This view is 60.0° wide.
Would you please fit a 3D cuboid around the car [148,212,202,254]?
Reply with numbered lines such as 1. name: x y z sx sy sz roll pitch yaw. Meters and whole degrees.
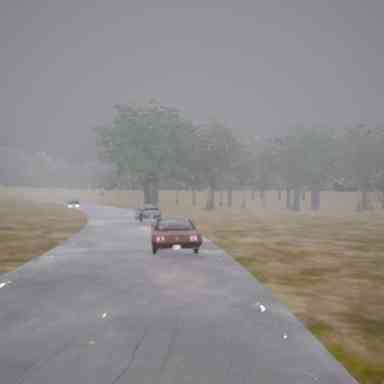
1. car: -0.829 1.741 14.289 1.895 1.301 4.718 0 -1 -7

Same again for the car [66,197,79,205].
1. car: -22.589 1.692 62.800 1.994 1.385 4.181 0 0 -28

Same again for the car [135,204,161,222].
1. car: -3.927 1.764 29.368 2.128 1.511 4.902 0 0 -16
